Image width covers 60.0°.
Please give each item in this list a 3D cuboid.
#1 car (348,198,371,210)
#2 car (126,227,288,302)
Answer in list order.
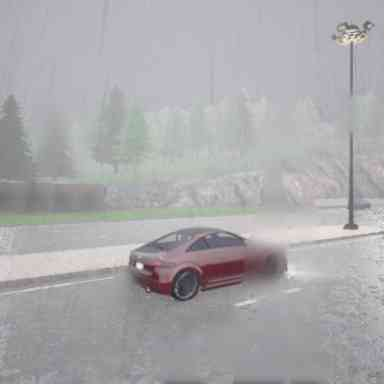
[{"bbox_3d":[23.698,1.583,46.973,2.097,1.767,4.553,0,0,42],"label":"car"},{"bbox_3d":[0.488,1.590,8.397,4.181,1.385,1.994,0,0,-36],"label":"car"}]
